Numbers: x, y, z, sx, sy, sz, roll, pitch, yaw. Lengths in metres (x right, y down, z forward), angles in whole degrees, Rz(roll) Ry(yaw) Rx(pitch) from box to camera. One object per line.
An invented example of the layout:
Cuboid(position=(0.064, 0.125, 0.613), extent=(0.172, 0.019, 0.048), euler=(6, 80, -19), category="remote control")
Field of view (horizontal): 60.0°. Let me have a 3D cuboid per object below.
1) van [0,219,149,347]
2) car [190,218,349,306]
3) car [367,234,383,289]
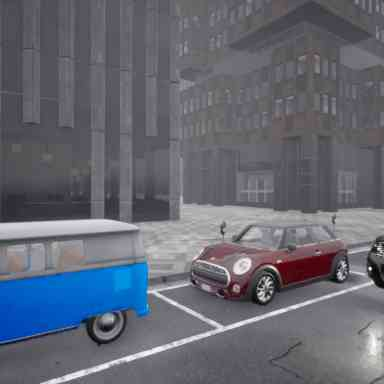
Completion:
Cuboid(position=(-2.591, 1.341, 4.798), extent=(3.998, 1.788, 1.690), euler=(0, 0, -35), category="van")
Cuboid(position=(1.920, 1.441, 7.987), extent=(4.097, 1.590, 1.967), euler=(0, 0, -35), category="car")
Cuboid(position=(6.474, 1.223, 7.942), extent=(5.566, 2.045, 2.150), euler=(0, 0, -35), category="car")
